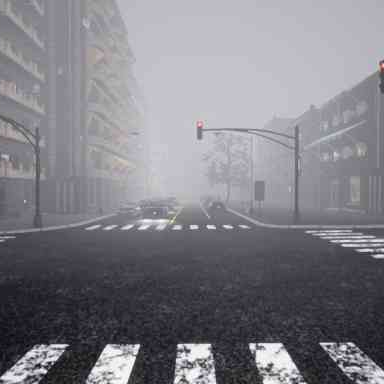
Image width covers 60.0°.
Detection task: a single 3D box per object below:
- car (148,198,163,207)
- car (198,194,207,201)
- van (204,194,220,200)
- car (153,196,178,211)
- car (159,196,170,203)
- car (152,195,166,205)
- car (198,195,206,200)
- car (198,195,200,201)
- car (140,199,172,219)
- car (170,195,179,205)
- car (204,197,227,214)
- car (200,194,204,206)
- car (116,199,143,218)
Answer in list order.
[{"bbox_3d":[-5.698,1.562,52.314,1.802,1.307,4.206,0,0,0],"label":"car"},{"bbox_3d":[2.678,1.396,85.508,1.967,1.590,4.097,0,0,0],"label":"car"},{"bbox_3d":[2.682,1.327,41.240,1.690,1.788,3.998,0,0,0],"label":"van"},{"bbox_3d":[-3.104,1.534,39.881,2.033,1.411,5.357,0,0,0],"label":"car"},{"bbox_3d":[-5.699,1.551,68.915,1.802,1.307,4.206,0,0,0],"label":"car"},{"bbox_3d":[-5.700,1.417,57.847,1.967,1.590,4.097,0,0,0],"label":"car"},{"bbox_3d":[2.679,1.495,91.041,1.887,1.381,4.507,0,0,0],"label":"car"},{"bbox_3d":[2.679,1.280,74.441,2.192,1.841,5.009,0,0,0],"label":"car"},{"bbox_3d":[-3.112,1.556,29.341,1.994,1.385,4.181,0,0,-1],"label":"car"},{"bbox_3d":[-3.083,1.506,52.347,1.812,1.442,4.674,0,0,0],"label":"car"},{"bbox_3d":[2.684,1.555,35.707,1.947,1.339,4.313,0,0,0],"label":"car"},{"bbox_3d":[2.682,1.420,52.308,1.967,1.590,4.097,0,0,0],"label":"car"},{"bbox_3d":[-5.696,1.542,30.180,2.008,1.369,4.403,0,0,0],"label":"car"}]
